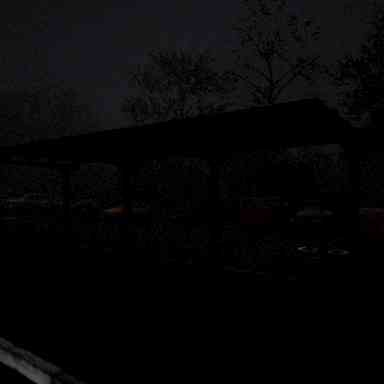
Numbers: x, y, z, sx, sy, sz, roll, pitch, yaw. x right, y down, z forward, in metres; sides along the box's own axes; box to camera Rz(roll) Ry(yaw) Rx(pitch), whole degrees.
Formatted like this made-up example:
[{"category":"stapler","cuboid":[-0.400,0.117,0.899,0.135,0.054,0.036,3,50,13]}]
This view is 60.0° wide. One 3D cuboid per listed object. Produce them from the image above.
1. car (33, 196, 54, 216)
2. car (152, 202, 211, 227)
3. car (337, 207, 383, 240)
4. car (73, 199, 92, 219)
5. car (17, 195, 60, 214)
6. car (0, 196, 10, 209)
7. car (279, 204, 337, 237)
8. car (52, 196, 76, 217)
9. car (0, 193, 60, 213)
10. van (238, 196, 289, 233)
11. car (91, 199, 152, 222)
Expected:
[{"category":"car","cuboid":[-11.471,1.374,30.786,2.097,1.535,5.008,0,0,35]},{"category":"car","cuboid":[-0.163,1.473,22.741,2.163,1.488,4.792,0,0,35]},{"category":"car","cuboid":[8.914,1.500,16.347,2.097,1.535,5.008,0,0,35]},{"category":"car","cuboid":[-6.927,1.432,27.599,2.163,1.488,4.792,0,0,35]},{"category":"car","cuboid":[-13.737,1.360,32.389,2.097,1.535,5.008,0,0,35]},{"category":"car","cuboid":[-25.085,1.308,40.377,2.163,1.488,4.792,1,0,35]},{"category":"car","cuboid":[6.648,1.526,17.953,2.002,1.452,4.674,0,0,35]},{"category":"car","cuboid":[-9.205,1.389,29.183,2.231,1.521,4.892,0,0,35]},{"category":"car","cuboid":[-16.021,1.095,33.964,2.435,2.045,5.566,0,0,35]},{"category":"van","cuboid":[4.453,1.246,19.653,1.878,1.987,4.442,0,0,35]},{"category":"car","cuboid":[-4.785,1.413,25.820,1.946,1.575,5.366,0,0,35]}]
